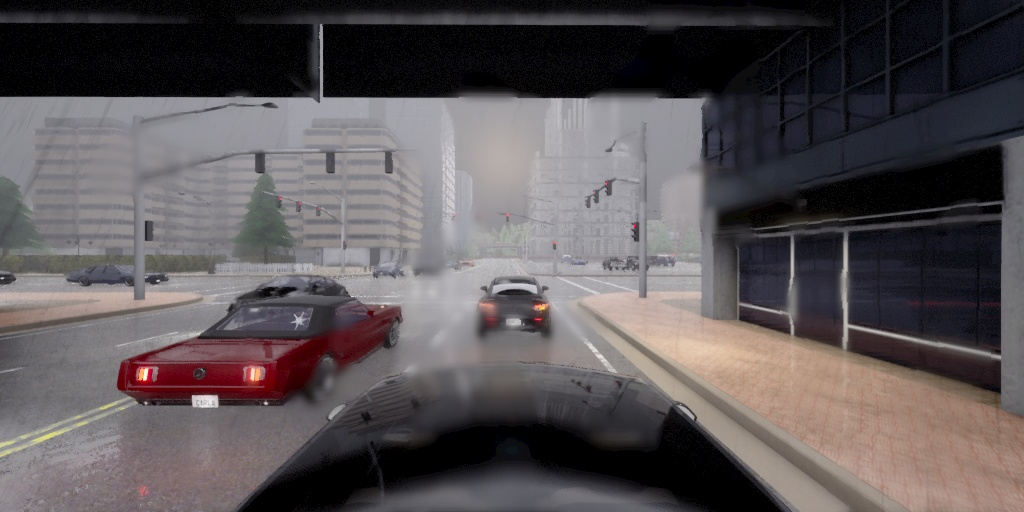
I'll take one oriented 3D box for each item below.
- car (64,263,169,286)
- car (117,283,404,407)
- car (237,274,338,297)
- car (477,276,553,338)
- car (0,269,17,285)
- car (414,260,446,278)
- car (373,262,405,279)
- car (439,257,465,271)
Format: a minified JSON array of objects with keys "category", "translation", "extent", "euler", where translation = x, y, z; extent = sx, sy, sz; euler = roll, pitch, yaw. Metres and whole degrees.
[{"category":"car","translation":[-26.671,1.297,24.318],"extent":[5.357,1.411,2.033],"euler":[0,0,0]},{"category":"car","translation":[-3.439,1.351,6.262],"extent":[1.895,1.301,4.718],"euler":[0,0,0]},{"category":"car","translation":[-7.143,1.314,11.925],"extent":[1.994,1.385,4.181],"euler":[0,0,0]},{"category":"car","translation":[0.074,1.276,10.027],"extent":[1.812,1.442,4.674],"euler":[0,0,0]},{"category":"car","translation":[-36.874,1.255,24.264],"extent":[4.892,1.490,1.837],"euler":[0,0,0]},{"category":"car","translation":[-7.881,1.351,34.033],"extent":[1.895,1.301,4.718],"euler":[0,0,-2]},{"category":"car","translation":[-11.354,1.275,33.301],"extent":[1.812,1.442,4.674],"euler":[0,0,-2]},{"category":"car","translation":[-8.102,1.242,48.923],"extent":[2.128,1.511,4.902],"euler":[0,0,0]}]
